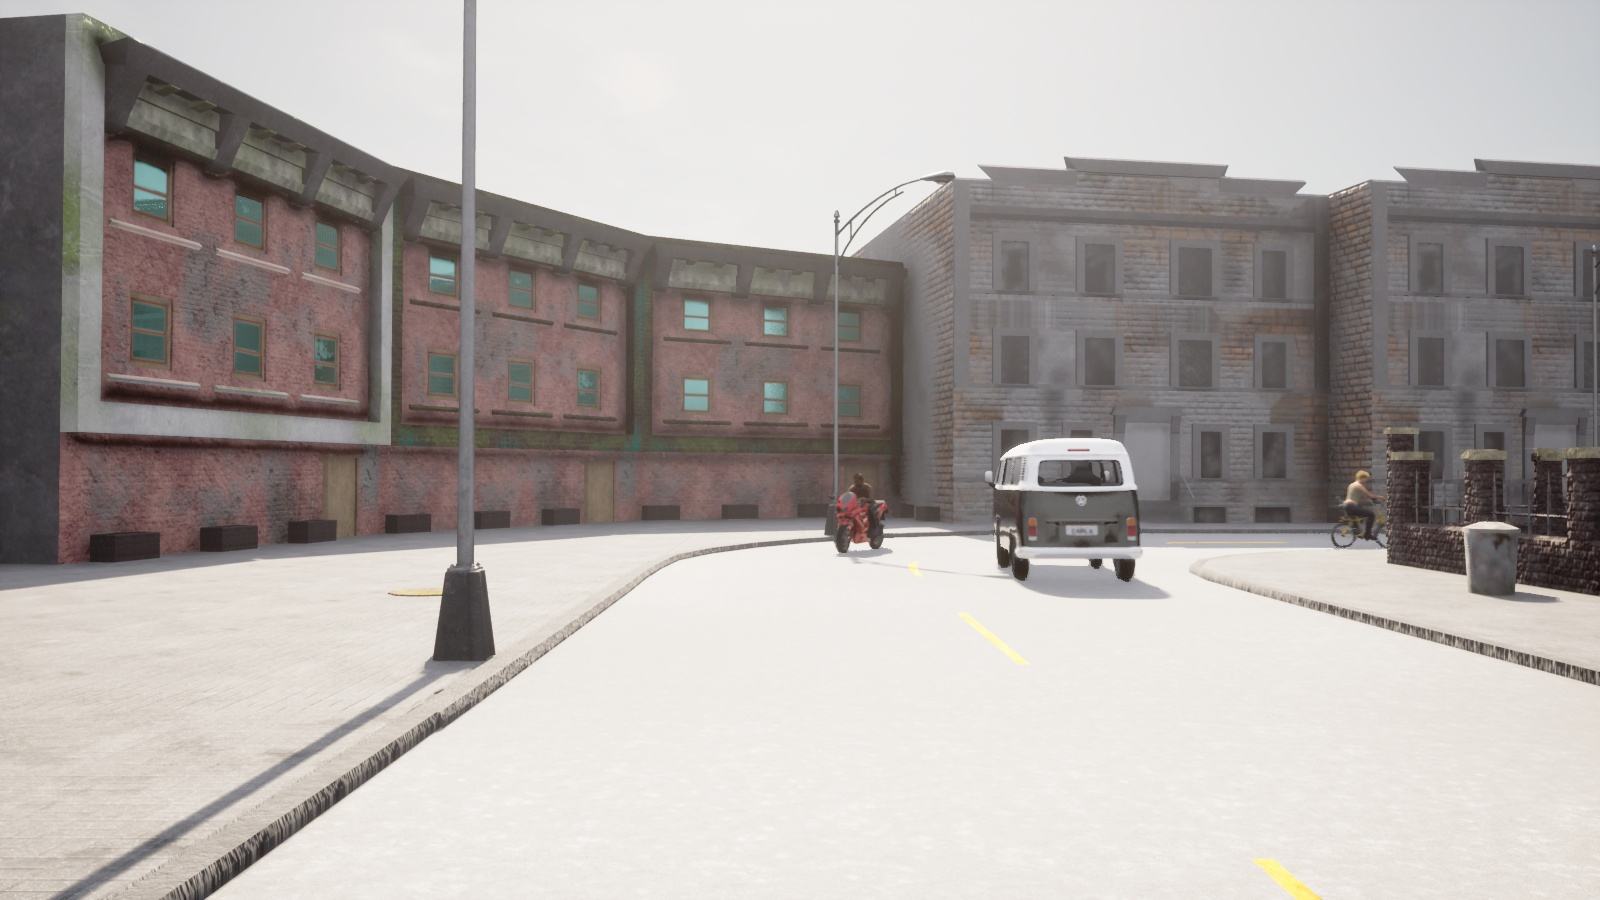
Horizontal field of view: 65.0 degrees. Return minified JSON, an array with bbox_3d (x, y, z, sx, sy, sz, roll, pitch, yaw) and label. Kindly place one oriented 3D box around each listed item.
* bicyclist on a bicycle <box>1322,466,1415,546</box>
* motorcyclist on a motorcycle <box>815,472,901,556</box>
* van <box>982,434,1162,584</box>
[{"bbox_3d":[11.745,1.139,25.977,1.509,1.612,0.866,0,0,-5],"label":"bicyclist on a bicycle"},{"bbox_3d":[1.140,1.200,24.213,0.797,1.523,2.044,1,0,29],"label":"motorcyclist on a motorcycle"},{"bbox_3d":[4.042,0.849,19.454,2.069,2.038,4.480,-1,-1,4],"label":"van"}]
